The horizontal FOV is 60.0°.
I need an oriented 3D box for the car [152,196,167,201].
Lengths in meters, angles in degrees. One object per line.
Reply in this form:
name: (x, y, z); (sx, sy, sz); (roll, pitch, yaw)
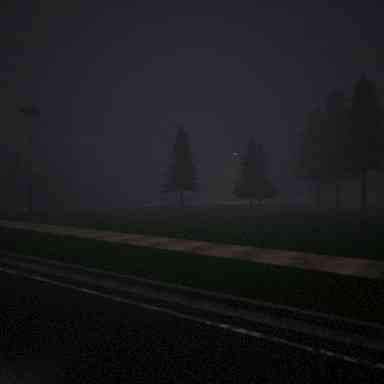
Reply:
car: (-6.520, 1.627, 76.409); (1.994, 1.385, 4.181); (-1, 0, 35)

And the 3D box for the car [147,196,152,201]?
car: (-9.390, 1.631, 78.412); (1.812, 1.442, 4.674); (-1, 0, 35)
